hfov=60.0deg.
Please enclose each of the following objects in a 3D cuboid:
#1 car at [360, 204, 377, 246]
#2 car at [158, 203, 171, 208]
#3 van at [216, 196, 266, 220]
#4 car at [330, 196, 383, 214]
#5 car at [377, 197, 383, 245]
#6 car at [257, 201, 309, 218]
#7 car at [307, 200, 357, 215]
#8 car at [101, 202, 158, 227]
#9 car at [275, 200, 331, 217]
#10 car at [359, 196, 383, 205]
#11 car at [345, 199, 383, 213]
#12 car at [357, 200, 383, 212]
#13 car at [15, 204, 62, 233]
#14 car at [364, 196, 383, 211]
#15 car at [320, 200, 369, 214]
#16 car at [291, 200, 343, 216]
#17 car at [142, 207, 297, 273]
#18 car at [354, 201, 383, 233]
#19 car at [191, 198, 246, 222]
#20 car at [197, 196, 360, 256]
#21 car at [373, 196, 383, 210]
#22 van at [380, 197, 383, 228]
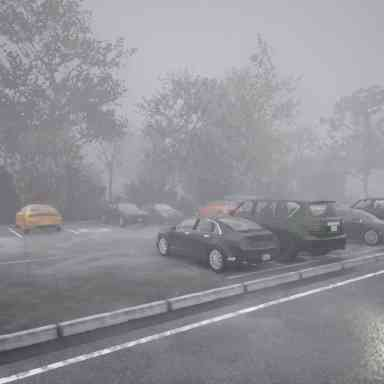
[{"bbox_3d":[7.426,1.514,15.726,2.231,1.521,4.892,1,0,-35],"label":"car"},{"bbox_3d":[-2.446,1.537,24.749,2.002,1.452,4.674,0,0,-35],"label":"car"},{"bbox_3d":[4.289,1.331,29.687,1.878,1.987,4.442,1,0,-35],"label":"van"},{"bbox_3d":[20.240,1.484,40.898,2.435,2.045,5.566,1,0,-36],"label":"car"},{"bbox_3d":[7.606,1.236,9.102,5.566,2.045,2.150,0,0,-35],"label":"car"},{"bbox_3d":[8.892,1.647,32.825,2.002,1.452,4.674,1,0,-36],"label":"car"},{"bbox_3d":[15.708,1.713,37.659,2.163,1.488,4.792,1,0,-36],"label":"car"},{"bbox_3d":[-4.718,1.482,23.136,2.097,1.535,5.008,0,0,-35],"label":"car"},{"bbox_3d":[11.266,1.629,34.294,1.946,1.575,5.366,1,0,-36],"label":"car"},{"bbox_3d":[9.699,1.283,17.373,2.435,2.045,5.566,1,0,-35],"label":"car"},{"bbox_3d":[22.493,1.765,42.535,2.097,1.535,5.008,1,0,-36],"label":"car"},{"bbox_3d":[24.656,1.833,44.084,2.002,1.452,4.674,1,0,-36],"label":"car"},{"bbox_3d":[-9.249,1.465,19.899,2.097,1.535,5.008,0,0,-35],"label":"car"},{"bbox_3d":[27.039,1.576,45.754,2.435,2.045,5.566,1,-1,-36],"label":"car"},{"bbox_3d":[17.941,1.738,39.325,2.163,1.488,4.792,1,0,-36],"label":"car"},{"bbox_3d":[13.429,1.658,36.060,2.097,1.535,5.008,1,0,-36],"label":"car"},{"bbox_3d":[0.585,1.474,10.843,2.231,1.521,4.892,0,0,-35],"label":"car"},{"bbox_3d":[12.014,1.431,18.949,2.185,1.767,4.553,1,0,-36],"label":"car"},{"bbox_3d":[2.110,1.409,27.953,2.185,1.767,4.553,1,0,-35],"label":"car"},{"bbox_3d":[2.848,1.232,12.495,2.435,2.045,5.566,0,0,-35],"label":"car"},{"bbox_3d":[29.205,1.609,47.302,2.435,2.045,5.566,1,-1,-36],"label":"car"},{"bbox_3d":[14.346,1.356,20.509,1.878,1.987,4.442,1,0,-36],"label":"van"}]
